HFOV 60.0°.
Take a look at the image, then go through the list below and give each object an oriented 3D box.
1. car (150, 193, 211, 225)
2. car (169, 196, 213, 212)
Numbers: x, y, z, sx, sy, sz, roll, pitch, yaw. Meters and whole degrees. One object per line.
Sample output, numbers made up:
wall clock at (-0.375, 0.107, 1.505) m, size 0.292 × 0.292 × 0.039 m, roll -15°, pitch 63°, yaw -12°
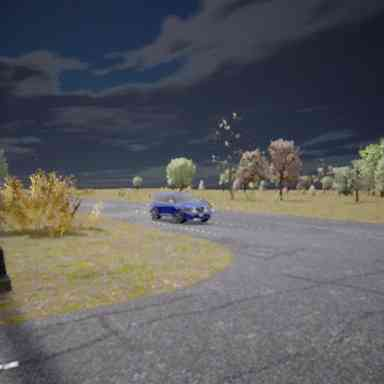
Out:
car at (-0.962, 1.078, 23.653) m, size 2.150 × 2.045 × 5.566 m, roll -1°, pitch 1°, yaw -35°
car at (-0.211, 1.230, 34.899) m, size 2.033 × 1.411 × 5.357 m, roll -1°, pitch 1°, yaw -35°
